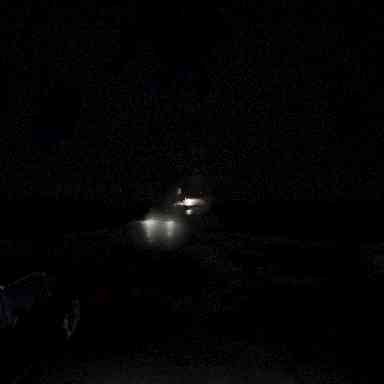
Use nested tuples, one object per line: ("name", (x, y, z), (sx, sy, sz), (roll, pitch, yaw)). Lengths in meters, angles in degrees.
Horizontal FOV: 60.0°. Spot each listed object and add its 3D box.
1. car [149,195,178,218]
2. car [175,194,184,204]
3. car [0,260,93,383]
("car", (-2.522, 1.310, 28.666), (1.882, 1.535, 5.008), (0, 1, 0))
("car", (-2.313, 1.090, 54.870), (2.033, 1.411, 5.357), (0, 0, 1))
("car", (-2.723, 1.600, 3.752), (1.895, 1.301, 4.718), (0, 0, 0))
